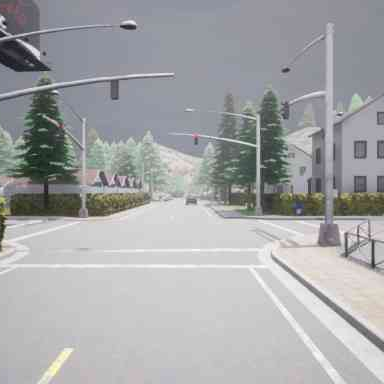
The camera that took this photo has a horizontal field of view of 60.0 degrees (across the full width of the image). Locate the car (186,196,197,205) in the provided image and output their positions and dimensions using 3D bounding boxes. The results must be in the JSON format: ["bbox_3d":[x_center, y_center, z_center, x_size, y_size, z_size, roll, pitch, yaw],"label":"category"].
[{"bbox_3d":[-0.084,1.523,59.177,1.837,1.490,4.892,0,0,0],"label":"car"}]
